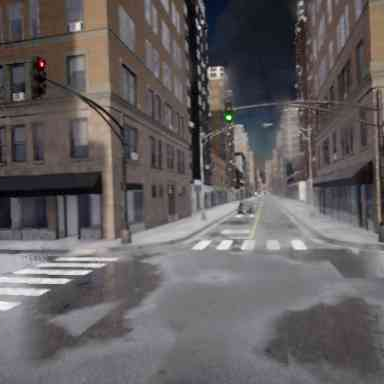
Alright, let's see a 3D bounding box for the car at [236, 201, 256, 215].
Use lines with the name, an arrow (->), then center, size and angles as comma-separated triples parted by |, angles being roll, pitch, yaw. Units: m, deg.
car -> 6.075, 1.779, 37.365 | 1.837, 1.490, 4.892 | -2, 1, 12
